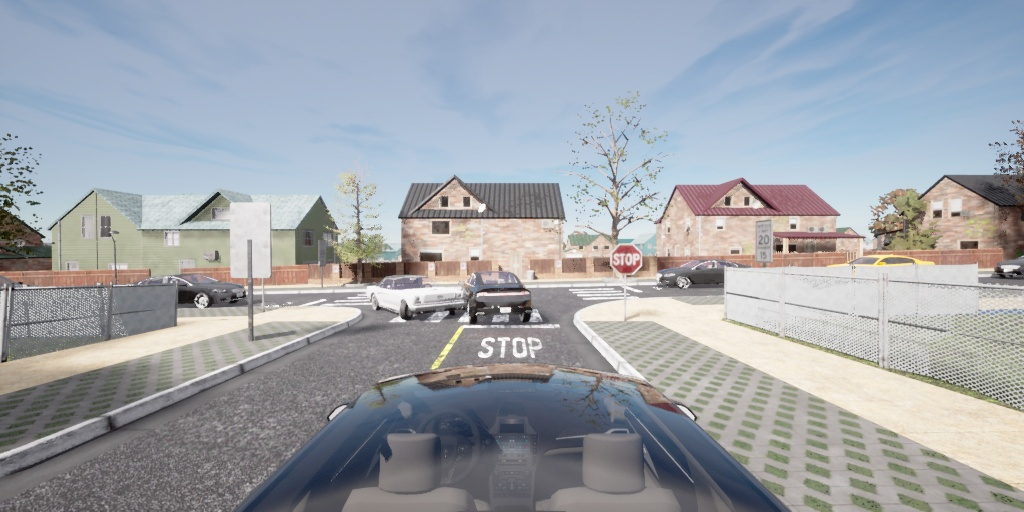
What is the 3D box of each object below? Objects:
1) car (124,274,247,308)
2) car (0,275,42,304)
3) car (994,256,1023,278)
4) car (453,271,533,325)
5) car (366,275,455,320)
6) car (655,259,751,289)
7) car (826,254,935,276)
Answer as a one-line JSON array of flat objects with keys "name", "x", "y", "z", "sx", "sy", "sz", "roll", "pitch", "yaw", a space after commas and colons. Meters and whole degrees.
[{"name": "car", "x": -14.894, "y": 1.566, "z": 16.368, "sx": 4.902, "sy": 1.511, "sz": 2.128, "roll": -1, "pitch": 1, "yaw": 0}, {"name": "car", "x": -24.231, "y": 1.648, "z": 16.333, "sx": 4.553, "sy": 1.767, "sz": 2.097, "roll": -1, "pitch": 1, "yaw": 0}, {"name": "car", "x": 29.396, "y": 0.478, "z": 19.470, "sx": 4.902, "sy": 1.511, "sz": 2.128, "roll": -1, "pitch": 1, "yaw": 0}, {"name": "car", "x": -0.679, "y": 1.242, "z": 12.005, "sx": 2.128, "sy": 1.511, "sz": 4.902, "roll": 0, "pitch": 0, "yaw": -12}, {"name": "car", "x": -3.596, "y": 1.367, "z": 12.866, "sx": 1.895, "sy": 1.301, "sz": 4.718, "roll": 0, "pitch": 0, "yaw": -38}, {"name": "car", "x": 10.341, "y": 0.925, "z": 19.408, "sx": 4.902, "sy": 1.511, "sz": 2.128, "roll": -1, "pitch": 1, "yaw": 0}, {"name": "car", "x": 19.771, "y": 0.690, "z": 19.439, "sx": 5.008, "sy": 1.535, "sz": 1.882, "roll": -1, "pitch": 1, "yaw": 0}]
